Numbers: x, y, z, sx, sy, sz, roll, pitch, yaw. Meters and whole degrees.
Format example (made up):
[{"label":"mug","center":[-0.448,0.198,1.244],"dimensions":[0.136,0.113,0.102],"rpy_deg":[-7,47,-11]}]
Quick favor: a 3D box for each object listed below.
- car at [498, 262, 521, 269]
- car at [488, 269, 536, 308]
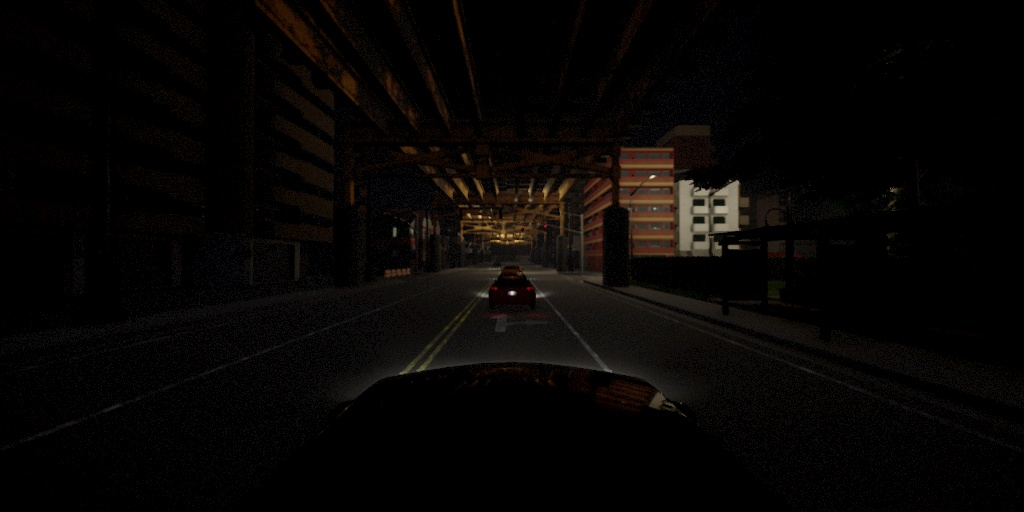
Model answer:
[{"label":"car","center":[0.025,1.506,31.328],"dimensions":[1.882,1.535,5.008],"rpy_deg":[0,0,0]},{"label":"car","center":[0.013,1.450,16.127],"dimensions":[1.994,1.385,4.181],"rpy_deg":[0,0,0]}]
